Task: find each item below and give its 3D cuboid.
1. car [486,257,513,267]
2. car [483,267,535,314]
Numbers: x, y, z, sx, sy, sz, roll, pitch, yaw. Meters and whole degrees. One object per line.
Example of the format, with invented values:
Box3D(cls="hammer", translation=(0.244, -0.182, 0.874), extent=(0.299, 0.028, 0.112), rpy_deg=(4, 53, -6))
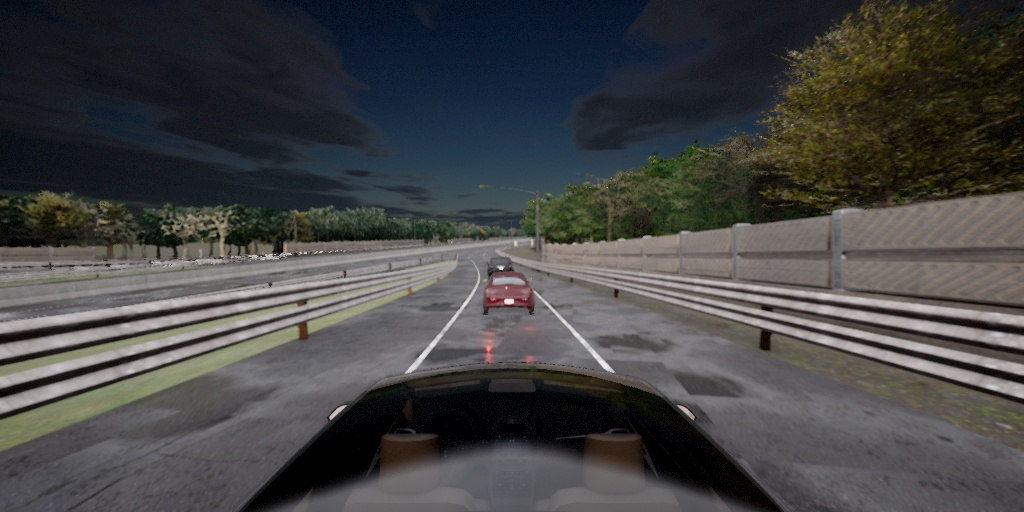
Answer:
Box3D(cls="car", translation=(-1.043, 1.108, 30.726), extent=(2.150, 2.045, 5.566), rpy_deg=(0, 0, -4))
Box3D(cls="car", translation=(-0.164, 1.333, 14.058), extent=(1.812, 1.442, 4.674), rpy_deg=(0, 0, -2))
